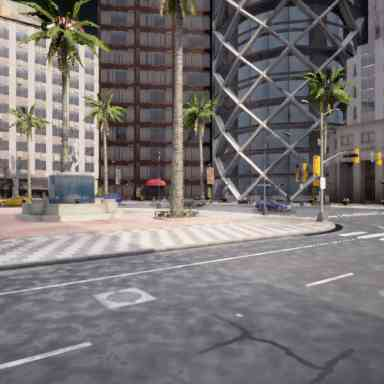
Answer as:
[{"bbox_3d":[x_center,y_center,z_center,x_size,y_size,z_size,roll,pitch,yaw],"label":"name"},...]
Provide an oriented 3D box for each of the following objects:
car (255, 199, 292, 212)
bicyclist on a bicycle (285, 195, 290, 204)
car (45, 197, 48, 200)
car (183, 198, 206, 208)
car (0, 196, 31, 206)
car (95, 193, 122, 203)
[{"bbox_3d":[9.625,1.526,39.480,1.812,1.442,4.674,0,0,-39],"label":"car"},{"bbox_3d":[15.718,1.301,54.602,0.582,1.620,1.656,0,0,42],"label":"bicyclist on a bicycle"},{"bbox_3d":[-25.587,1.601,58.827,4.718,1.301,1.895,0,0,-10],"label":"car"},{"bbox_3d":[-0.593,1.547,48.381,5.357,1.411,2.033,0,0,28],"label":"car"},{"bbox_3d":[-28.766,1.478,54.459,5.008,1.535,1.882,0,0,-14],"label":"car"},{"bbox_3d":[-15.297,1.221,59.402,5.566,2.045,2.150,0,0,3],"label":"car"}]
